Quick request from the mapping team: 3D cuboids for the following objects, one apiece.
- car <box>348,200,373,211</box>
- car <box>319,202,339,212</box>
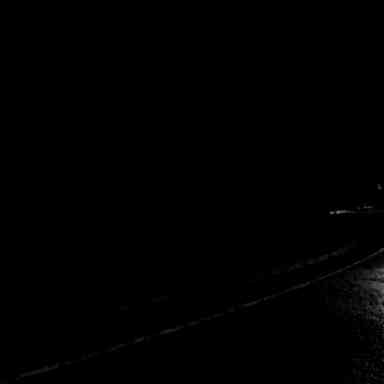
[{"bbox_3d":[26.380,2.093,52.242,1.837,1.490,4.892,-4,-2,-2],"label":"car"},{"bbox_3d":[22.945,2.486,55.850,2.128,1.511,4.902,-4,-2,-1],"label":"car"}]
